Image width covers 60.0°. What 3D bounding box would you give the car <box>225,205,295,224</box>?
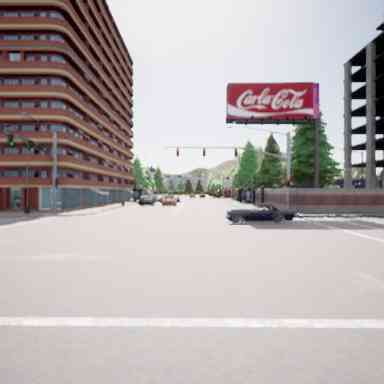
[{"bbox_3d":[4.721,1.574,23.625,4.718,1.301,1.895,0,0,0],"label":"car"}]

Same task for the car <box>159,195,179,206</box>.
[{"bbox_3d":[-3.510,1.286,51.321,2.097,1.767,4.553,0,0,0],"label":"car"}]

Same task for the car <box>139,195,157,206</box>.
[{"bbox_3d":[-7.013,1.534,51.258,1.895,1.301,4.718,0,0,0],"label":"car"}]

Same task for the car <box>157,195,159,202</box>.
[{"bbox_3d":[-6.902,1.418,67.881,2.128,1.511,4.902,0,0,0],"label":"car"}]
